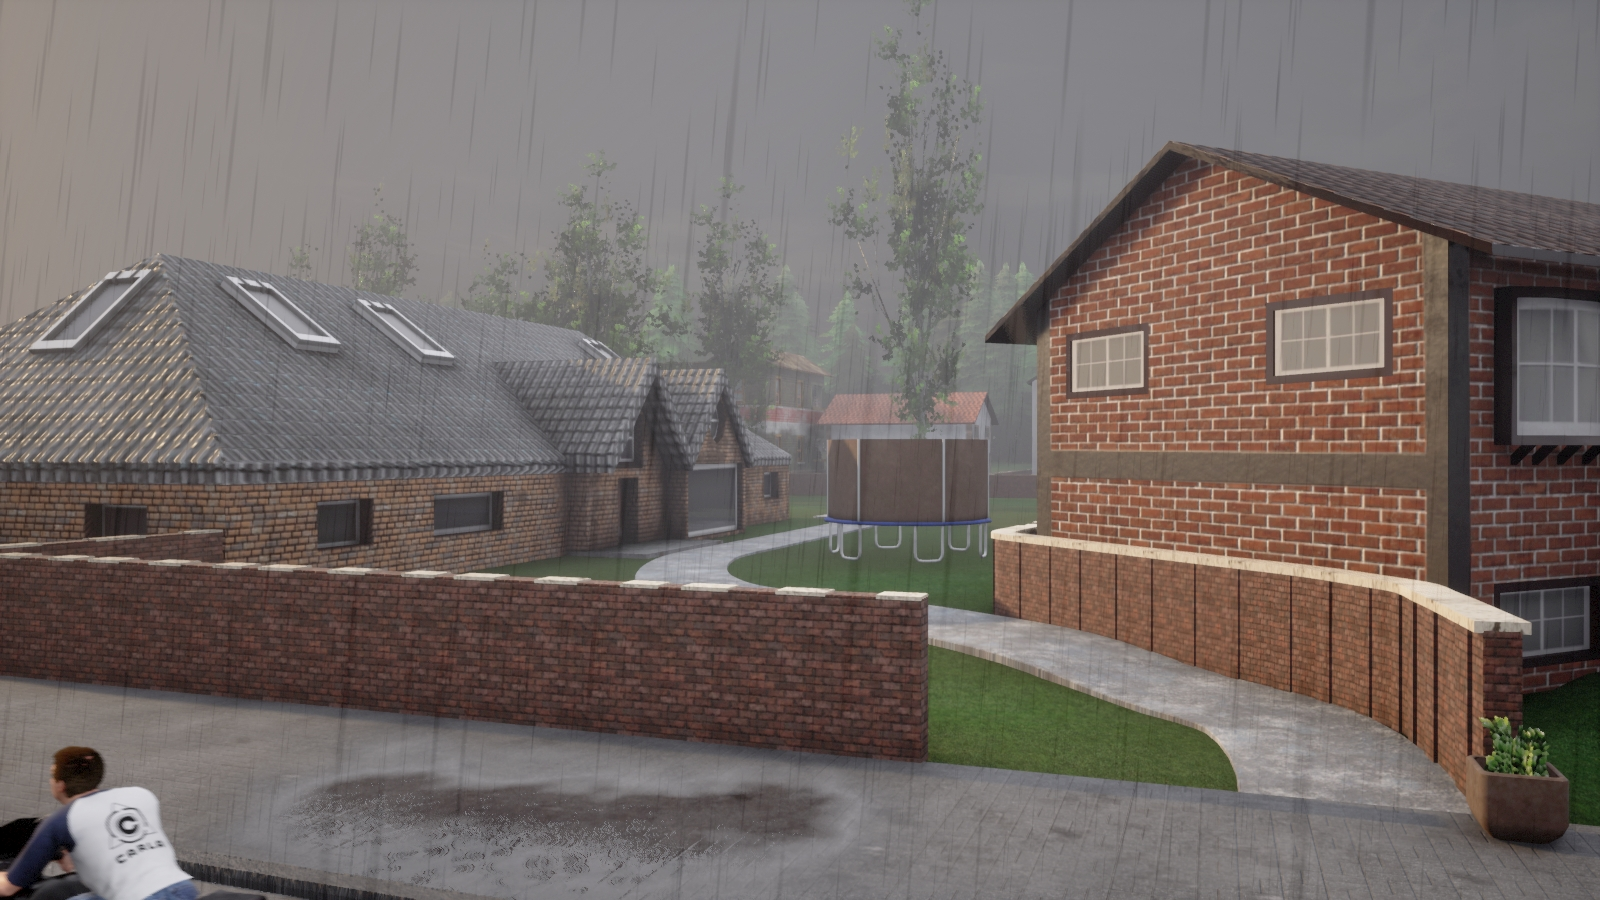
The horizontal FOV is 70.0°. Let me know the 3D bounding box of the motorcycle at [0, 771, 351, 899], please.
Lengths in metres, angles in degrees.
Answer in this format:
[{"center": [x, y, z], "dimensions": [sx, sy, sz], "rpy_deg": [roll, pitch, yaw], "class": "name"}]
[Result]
[{"center": [-3.033, 2.186, 4.923], "dimensions": [2.033, 1.199, 0.803], "rpy_deg": [0, 0, 21], "class": "motorcycle"}]
